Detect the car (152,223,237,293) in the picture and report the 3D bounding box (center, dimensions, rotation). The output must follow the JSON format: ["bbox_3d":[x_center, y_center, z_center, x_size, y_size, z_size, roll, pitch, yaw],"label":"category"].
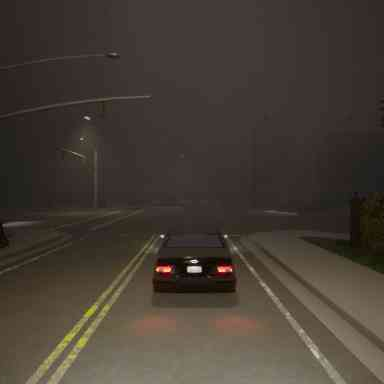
[{"bbox_3d":[0.053,1.547,8.959,2.033,1.411,5.357,0,0,0],"label":"car"}]

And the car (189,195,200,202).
[{"bbox_3d":[0.552,1.527,78.989,2.033,1.411,5.357,0,0,12],"label":"car"}]

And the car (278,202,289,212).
[{"bbox_3d":[12.143,1.558,38.796,4.181,1.385,1.994,0,0,-1],"label":"car"}]

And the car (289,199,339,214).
[{"bbox_3d":[13.049,1.518,34.988,4.674,1.442,1.812,0,0,-5],"label":"car"}]

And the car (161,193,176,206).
[{"bbox_3d":[-3.721,1.221,53.992,2.150,2.045,5.566,0,0,0],"label":"car"}]
